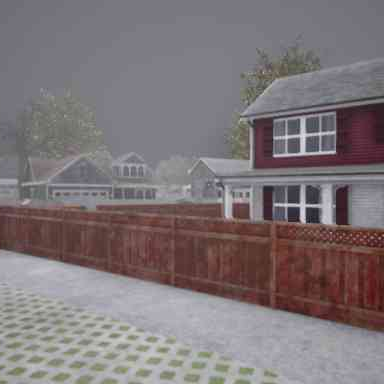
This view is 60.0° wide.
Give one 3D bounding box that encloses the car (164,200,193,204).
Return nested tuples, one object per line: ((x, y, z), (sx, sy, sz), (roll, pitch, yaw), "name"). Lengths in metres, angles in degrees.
((-1.483, 1.502, 29.669), (4.892, 1.490, 1.837), (0, 0, -35), "car")

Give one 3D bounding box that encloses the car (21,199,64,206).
((-10.840, 1.263, 22.834), (4.553, 1.767, 2.097), (1, 0, -37), "car")
